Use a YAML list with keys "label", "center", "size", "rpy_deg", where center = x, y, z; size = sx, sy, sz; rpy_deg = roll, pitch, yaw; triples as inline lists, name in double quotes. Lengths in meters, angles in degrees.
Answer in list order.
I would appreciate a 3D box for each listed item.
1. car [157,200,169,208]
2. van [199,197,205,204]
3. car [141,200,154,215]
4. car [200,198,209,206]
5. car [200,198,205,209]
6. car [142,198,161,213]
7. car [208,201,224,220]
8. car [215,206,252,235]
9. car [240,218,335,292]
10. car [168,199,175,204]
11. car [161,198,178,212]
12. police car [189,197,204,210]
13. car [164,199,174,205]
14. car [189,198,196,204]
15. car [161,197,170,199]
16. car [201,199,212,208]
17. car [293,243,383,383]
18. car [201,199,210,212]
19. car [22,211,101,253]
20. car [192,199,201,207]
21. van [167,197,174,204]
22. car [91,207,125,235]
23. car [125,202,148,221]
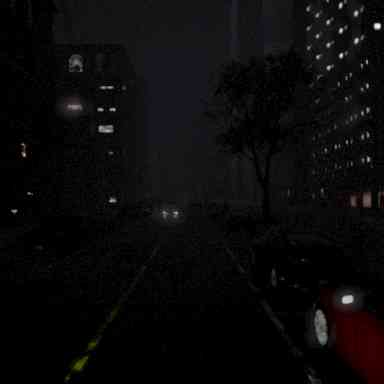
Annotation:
- label: "car"
  center: [-5.636, 2.259, 64.661]
  size: [1.887, 1.381, 4.507]
  rpy_deg: [1, -1, 0]
- label: "van"
  center: [2.767, 2.371, 92.505]
  size: [1.690, 1.788, 3.998]
  rpy_deg: [1, -1, 0]
- label: "car"
  center: [-5.654, 1.927, 36.645]
  size: [1.752, 1.417, 4.829]
  rpy_deg: [1, -1, 0]
- label: "car"
  center: [2.754, 2.280, 75.795]
  size: [1.967, 1.590, 4.097]
  rpy_deg: [1, -1, 0]
- label: "car"
  center: [2.737, 2.141, 53.516]
  size: [2.008, 1.369, 4.403]
  rpy_deg: [1, -1, 0]
- label: "car"
  center: [-5.647, 1.780, 42.388]
  size: [2.192, 1.841, 5.009]
  rpy_deg: [1, -1, 0]
- label: "car"
  center: [2.723, 1.870, 31.410]
  size: [1.752, 1.417, 4.829]
  rpy_deg: [1, -1, 0]
- label: "car"
  center: [2.715, 1.771, 20.101]
  size: [2.008, 1.369, 4.403]
  rpy_deg: [1, -1, 0]
- label: "car"
  center: [2.707, 1.649, 8.962]
  size: [2.008, 1.369, 4.403]
  rpy_deg: [1, -1, 0]
- label: "car"
  center: [-5.617, 2.553, 92.339]
  size: [1.752, 1.417, 4.829]
  rpy_deg: [1, -1, 0]
- label: "car"
  center: [-3.052, 2.011, 48.455]
  size: [1.882, 1.535, 5.008]
  rpy_deg: [0, -1, 0]
- label: "police car"
  center: [0.721, 2.035, 55.301]
  size: [1.930, 1.638, 5.238]
  rpy_deg: [0, -1, -2]
- label: "car"
  center: [-5.625, 2.454, 81.369]
  size: [2.008, 1.369, 4.403]
  rpy_deg: [1, -1, 0]
- label: "car"
  center: [0.061, 2.476, 90.475]
  size: [1.812, 1.442, 4.674]
  rpy_deg: [0, -1, 0]
- label: "car"
  center: [-5.636, 1.967, 59.094]
  size: [2.192, 1.841, 5.009]
  rpy_deg: [1, -1, 0]
- label: "car"
  center: [2.746, 2.155, 64.656]
  size: [1.967, 1.590, 4.097]
  rpy_deg: [1, -1, 0]
- label: "car"
  center: [2.703, 1.583, 3.392]
  size: [1.887, 1.381, 4.507]
  rpy_deg: [1, -1, 0]
- label: "car"
  center: [2.733, 2.079, 47.948]
  size: [2.008, 1.369, 4.403]
  rpy_deg: [1, -1, 0]
- label: "car"
  center: [-5.669, 1.724, 14.538]
  size: [1.947, 1.339, 4.313]
  rpy_deg: [1, -1, 0]
- label: "car"
  center: [0.948, 2.314, 71.203]
  size: [1.812, 1.442, 4.674]
  rpy_deg: [0, -1, 0]
- label: "van"
  center: [-5.618, 2.307, 86.942]
  size: [1.690, 1.788, 3.998]
  rpy_deg: [1, -1, 0]
- label: "car"
  center: [-5.666, 1.770, 20.107]
  size: [2.008, 1.369, 4.403]
  rpy_deg: [1, -1, 0]
- label: "car"
  center: [-5.658, 1.908, 31.246]
  size: [1.947, 1.339, 4.313]
  rpy_deg: [1, -1, 0]
